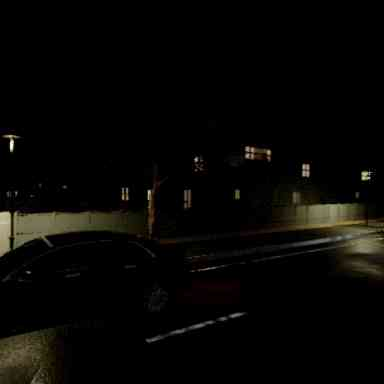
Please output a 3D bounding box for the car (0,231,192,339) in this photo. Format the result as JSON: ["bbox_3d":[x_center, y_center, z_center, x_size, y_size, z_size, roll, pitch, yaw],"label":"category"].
[{"bbox_3d":[-2.310,1.527,6.000,4.892,1.490,1.837,0,0,-34],"label":"car"}]
